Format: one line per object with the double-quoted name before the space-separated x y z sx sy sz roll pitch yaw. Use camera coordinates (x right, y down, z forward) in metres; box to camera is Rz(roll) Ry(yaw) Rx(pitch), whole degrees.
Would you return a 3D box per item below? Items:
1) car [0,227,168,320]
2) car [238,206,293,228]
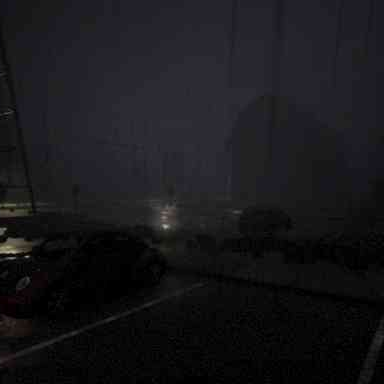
"car" -2.340 1.501 7.243 1.784 1.438 3.905 0 0 36
"car" 4.125 1.482 18.430 1.816 1.474 4.193 0 0 36
